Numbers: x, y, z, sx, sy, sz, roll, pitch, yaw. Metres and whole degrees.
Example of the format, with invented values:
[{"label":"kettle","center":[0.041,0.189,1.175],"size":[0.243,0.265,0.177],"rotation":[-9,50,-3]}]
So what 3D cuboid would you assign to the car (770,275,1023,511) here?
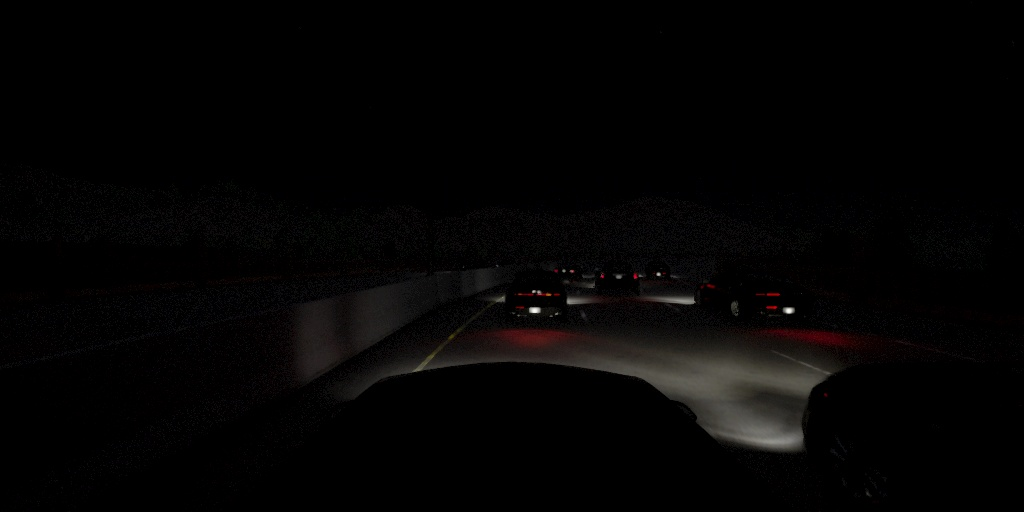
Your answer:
[{"label":"car","center":[3.686,1.114,1.371],"size":[2.097,1.767,4.553],"rotation":[0,0,0]}]

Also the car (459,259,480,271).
[{"label":"car","center":[-4.723,1.081,44.624],"size":[1.837,1.490,4.892],"rotation":[0,0,24]}]

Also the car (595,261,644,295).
[{"label":"car","center":[5.705,1.052,19.820],"size":[2.097,1.767,4.553],"rotation":[0,0,11]}]

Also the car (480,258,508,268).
[{"label":"car","center":[-1.524,1.067,43.233],"size":[1.882,1.535,5.008],"rotation":[0,0,25]}]

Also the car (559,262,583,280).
[{"label":"car","center":[4.816,1.205,30.231],"size":[2.033,1.411,5.357],"rotation":[0,0,18]}]

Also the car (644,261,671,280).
[{"label":"car","center":[12.432,1.184,30.684],"size":[1.837,1.490,4.892],"rotation":[0,0,20]}]

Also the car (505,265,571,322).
[{"label":"car","center":[0.886,1.219,12.180],"size":[1.837,1.490,4.892],"rotation":[0,0,6]}]

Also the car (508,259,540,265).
[{"label":"car","center":[1.783,1.082,42.074],"size":[1.882,1.535,5.008],"rotation":[0,0,25]}]

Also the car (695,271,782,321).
[{"label":"car","center":[7.942,1.239,12.294],"size":[1.837,1.490,4.892],"rotation":[0,0,7]}]
